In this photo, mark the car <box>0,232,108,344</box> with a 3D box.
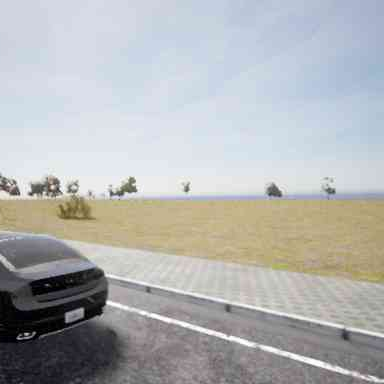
[{"bbox_3d":[-3.634,1.517,6.178,4.892,1.490,1.837,0,0,36],"label":"car"}]
